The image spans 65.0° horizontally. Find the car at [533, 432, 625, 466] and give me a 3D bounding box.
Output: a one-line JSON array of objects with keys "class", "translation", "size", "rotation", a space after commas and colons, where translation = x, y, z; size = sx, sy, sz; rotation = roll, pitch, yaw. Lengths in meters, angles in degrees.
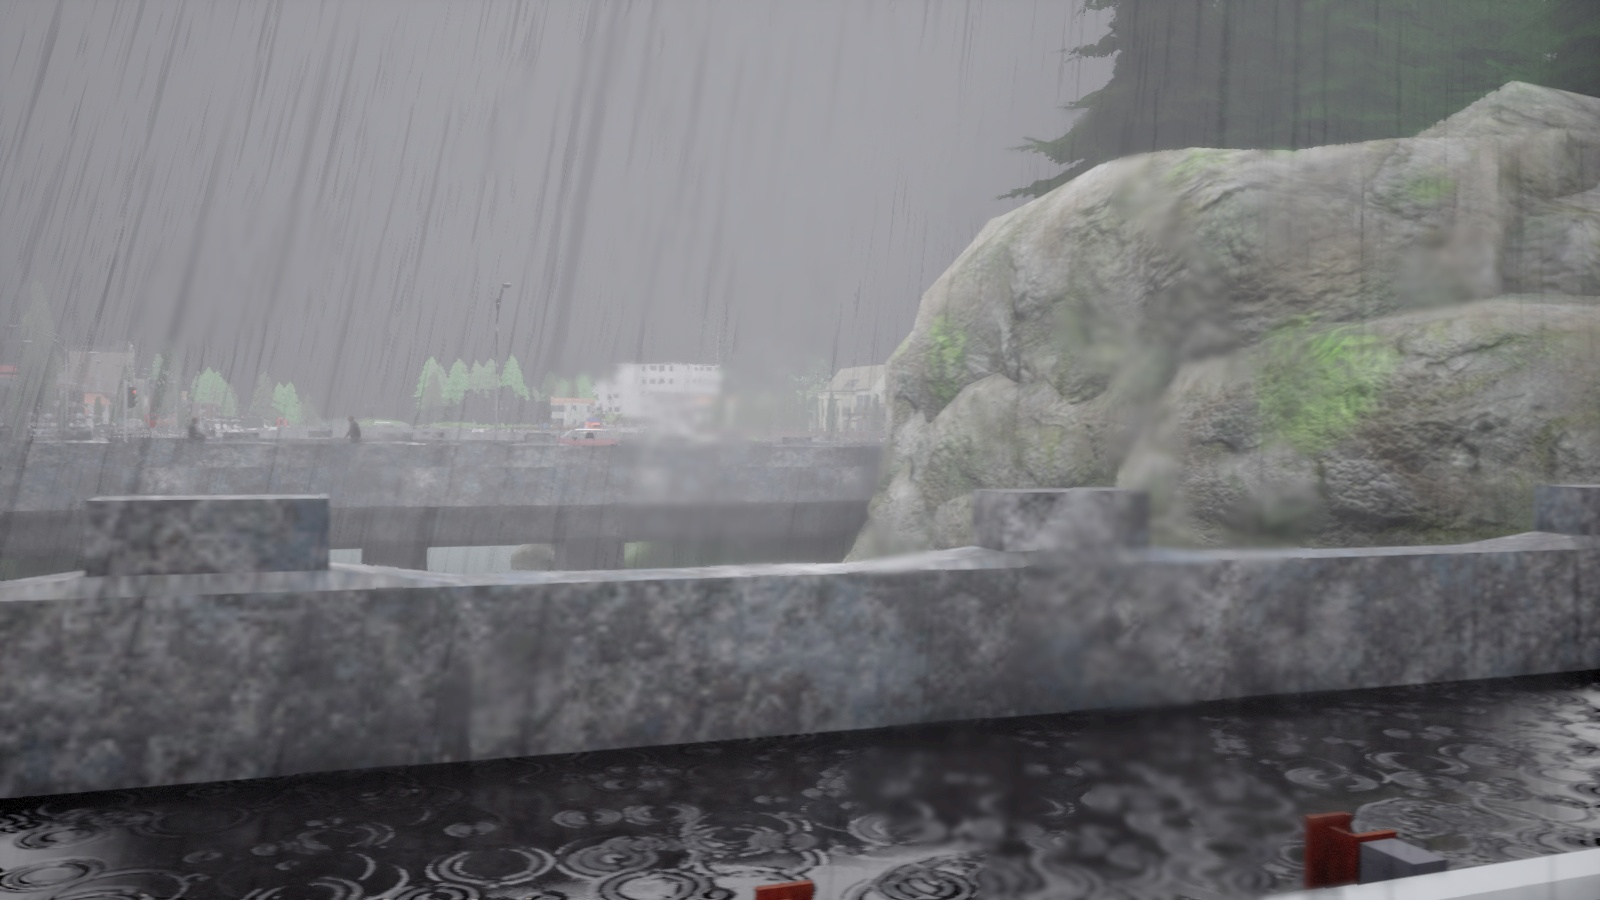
[{"class": "car", "translation": [-10.088, -0.058, 57.167], "size": [3.806, 1.475, 1.970], "rotation": [-1, 1, -21]}]

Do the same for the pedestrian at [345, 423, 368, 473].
[{"class": "pedestrian", "translation": [-16.437, -0.072, 46.544], "size": [0.720, 1.854, 0.376], "rotation": [-1, 1, -33]}]
